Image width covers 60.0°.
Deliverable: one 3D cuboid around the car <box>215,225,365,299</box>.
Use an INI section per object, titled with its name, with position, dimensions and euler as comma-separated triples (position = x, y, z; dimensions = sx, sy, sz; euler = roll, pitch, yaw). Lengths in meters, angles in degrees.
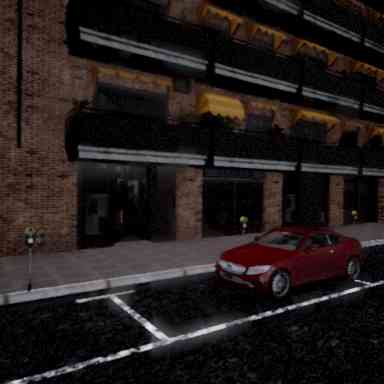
[car]
position = 2.528, 1.503, 8.123
dimensions = 4.206, 1.307, 1.802
euler = 0, 1, -33
